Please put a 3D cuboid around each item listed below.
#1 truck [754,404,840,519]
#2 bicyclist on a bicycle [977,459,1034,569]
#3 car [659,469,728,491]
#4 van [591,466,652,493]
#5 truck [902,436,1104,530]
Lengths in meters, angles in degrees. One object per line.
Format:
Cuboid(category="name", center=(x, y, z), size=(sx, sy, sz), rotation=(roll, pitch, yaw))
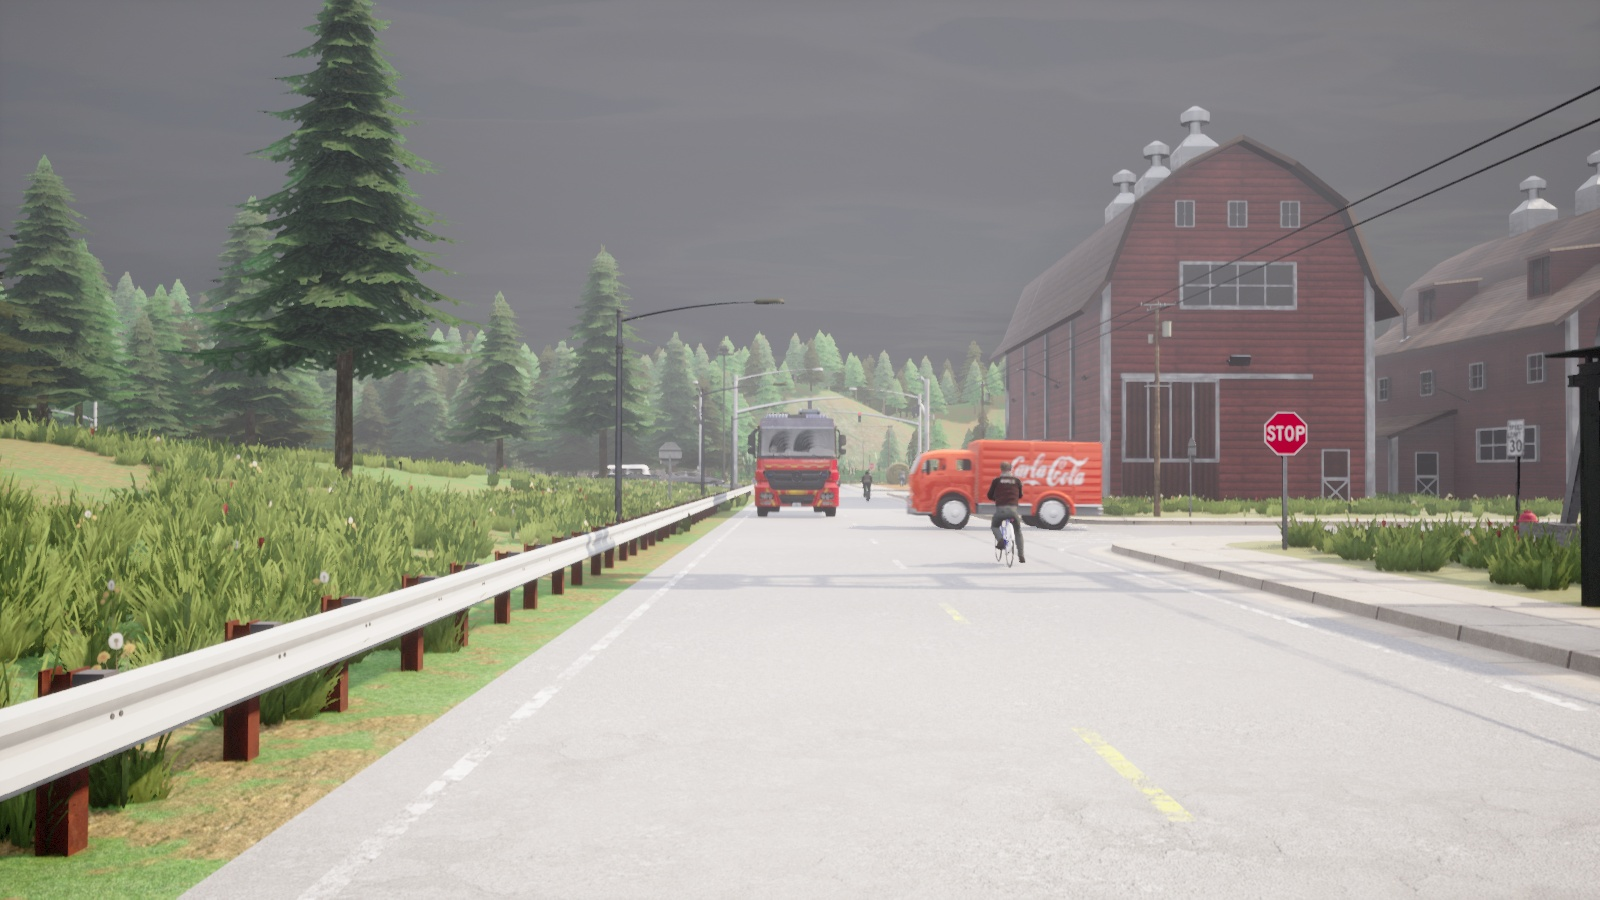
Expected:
Cuboid(category="truck", center=(-0.107, 0.460, 46.395), size=(2.891, 3.827, 8.468), rotation=(0, -1, 0))
Cuboid(category="bicyclist on a bicycle", center=(3.453, 1.042, 21.240), size=(0.659, 1.776, 1.843), rotation=(0, 0, 0))
Cuboid(category="car", center=(-7.939, 2.239, 94.023), size=(5.027, 1.651, 2.152), rotation=(0, -1, -1))
Cuboid(category="van", center=(-13.805, 2.266, 97.404), size=(4.480, 2.038, 2.069), rotation=(0, -1, -1))
Cuboid(category="truck", center=(5.568, 0.929, 35.078), size=(5.204, 2.467, 2.627), rotation=(1, -2, -1))
